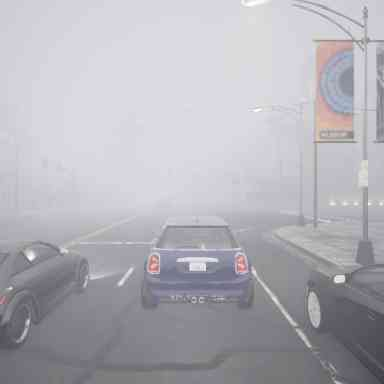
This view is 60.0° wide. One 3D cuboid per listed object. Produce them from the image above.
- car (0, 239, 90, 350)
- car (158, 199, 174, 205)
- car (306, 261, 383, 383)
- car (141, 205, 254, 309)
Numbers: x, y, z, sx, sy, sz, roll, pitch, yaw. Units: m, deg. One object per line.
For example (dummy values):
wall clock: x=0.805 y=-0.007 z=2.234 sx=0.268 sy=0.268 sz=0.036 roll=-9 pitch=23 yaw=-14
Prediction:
car: x=-3.401 y=1.564 z=6.224 sx=1.994 sy=1.385 sz=4.181 roll=0 pitch=0 yaw=0
car: x=-3.403 y=1.547 z=43.209 sx=2.033 sy=1.411 sz=5.357 roll=0 pitch=0 yaw=0
car: x=2.900 y=1.480 z=3.761 sx=2.097 sy=1.535 sz=5.008 roll=0 pitch=0 yaw=0
car: x=0.099 y=1.352 z=8.044 sx=2.097 sy=1.767 sz=4.553 roll=0 pitch=0 yaw=0
